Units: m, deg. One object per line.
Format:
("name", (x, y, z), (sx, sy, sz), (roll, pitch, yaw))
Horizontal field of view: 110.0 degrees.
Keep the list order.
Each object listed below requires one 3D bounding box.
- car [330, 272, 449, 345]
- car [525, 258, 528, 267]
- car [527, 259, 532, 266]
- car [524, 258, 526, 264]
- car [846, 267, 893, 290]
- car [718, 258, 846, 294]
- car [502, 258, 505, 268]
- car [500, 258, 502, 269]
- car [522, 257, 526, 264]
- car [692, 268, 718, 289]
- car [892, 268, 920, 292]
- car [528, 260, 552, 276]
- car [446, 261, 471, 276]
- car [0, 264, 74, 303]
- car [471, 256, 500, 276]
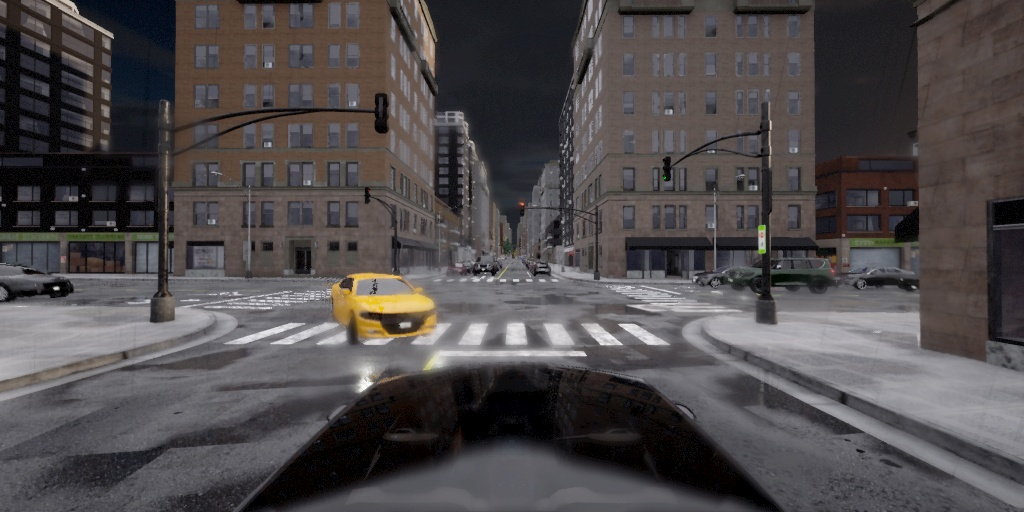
("car", (-3.693, 1.231, 9.873), (1.882, 1.535, 5.008), (2, -1, -34))
("car", (3.118, 1.303, 47.299), (2.007, 1.370, 4.403), (0, 0, 1))
("car", (3.048, 1.297, 41.769), (1.888, 1.381, 4.507), (0, 0, 1))
("car", (3.188, 1.297, 52.829), (1.888, 1.381, 4.507), (0, 0, 1))
("car", (24.238, 1.463, 24.200), (4.902, 1.511, 2.128), (0, -1, 0))
("car", (15.622, 1.105, 21.013), (5.566, 2.045, 2.150), (0, -1, 0))
("car", (-2.502, 1.353, 58.192), (1.895, 1.301, 4.718), (0, 0, 1))
("car", (-2.643, 1.258, 47.936), (1.837, 1.490, 4.892), (0, 0, 1))
("car", (3.328, 1.316, 63.890), (1.948, 1.339, 4.313), (0, 0, 1))
("car", (14.833, 1.402, 24.260), (4.902, 1.511, 2.128), (0, -1, 2))
("car", (25.724, 1.550, 20.943), (4.718, 1.301, 1.895), (0, -1, 0))
("car", (2.979, 1.318, 36.238), (1.948, 1.339, 4.313), (0, 0, 1))
("car", (-5.547, 1.336, 36.342), (1.802, 1.307, 4.207), (0, 0, 1))
("car", (-20.891, 1.064, 14.551), (4.892, 1.490, 1.837), (0, -1, 0))
("car", (-2.770, 0.976, 37.848), (2.150, 2.045, 5.566), (0, 0, 1))
